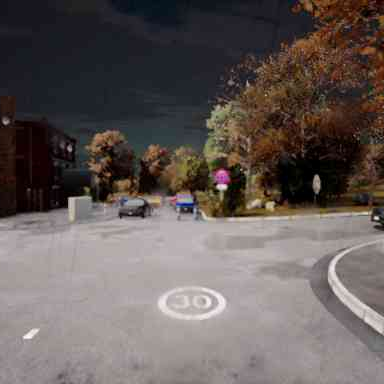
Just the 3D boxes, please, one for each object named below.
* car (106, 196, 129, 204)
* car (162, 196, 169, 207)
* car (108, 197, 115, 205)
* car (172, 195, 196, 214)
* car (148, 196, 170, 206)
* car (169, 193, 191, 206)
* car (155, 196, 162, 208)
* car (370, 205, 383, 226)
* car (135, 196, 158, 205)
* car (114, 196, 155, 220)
[{"bbox_3d":[-15.755,1.764,69.791,4.892,1.521,2.231,-3,-1,42],"label":"car"},{"bbox_3d":[-3.456,1.435,50.725,2.231,1.521,4.892,-1,0,-18],"label":"car"},{"bbox_3d":[-14.218,1.776,62.950,1.994,1.385,4.181,-1,-1,-39],"label":"car"},{"bbox_3d":[-0.645,1.328,33.576,2.097,1.535,5.008,0,0,-1],"label":"car"},{"bbox_3d":[-5.661,1.474,56.025,2.097,1.535,5.008,-1,0,-27],"label":"car"},{"bbox_3d":[-1.005,1.101,39.561,2.435,2.045,5.566,0,0,-7],"label":"car"},{"bbox_3d":[-5.894,1.282,45.717,2.097,1.767,4.553,0,0,-15],"label":"car"},{"bbox_3d":[11.167,0.965,16.169,4.674,1.442,1.812,-3,1,-4],"label":"car"},{"bbox_3d":[-8.412,1.511,60.897,2.231,1.521,4.892,-1,0,-35],"label":"car"},{"bbox_3d":[-4.320,1.254,25.957,1.882,1.535,5.008,0,0,1],"label":"car"}]
